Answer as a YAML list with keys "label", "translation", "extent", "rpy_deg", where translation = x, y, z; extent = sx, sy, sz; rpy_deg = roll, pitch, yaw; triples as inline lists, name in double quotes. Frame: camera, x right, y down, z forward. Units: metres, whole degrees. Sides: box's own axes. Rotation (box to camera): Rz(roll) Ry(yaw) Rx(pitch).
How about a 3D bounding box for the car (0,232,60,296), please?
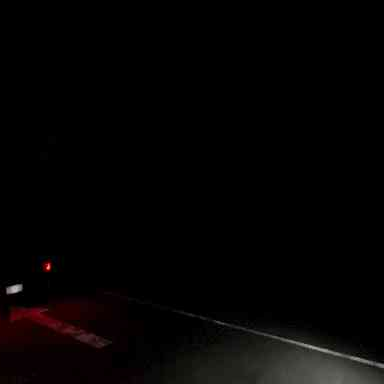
- label: "car"
  translation: [-5.231, 1.588, 7.732]
  extent: [4.718, 1.301, 1.895]
  rpy_deg: [0, 0, 36]
